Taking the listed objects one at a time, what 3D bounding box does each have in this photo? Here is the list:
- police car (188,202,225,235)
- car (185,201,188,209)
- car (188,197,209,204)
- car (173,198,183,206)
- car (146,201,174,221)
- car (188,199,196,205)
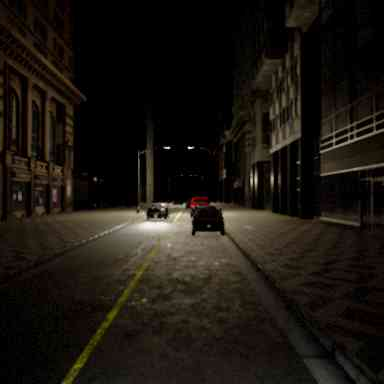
[{"bbox_3d":[0.898,1.620,20.221,1.930,1.638,5.238,0,-1,0],"label":"police car"},{"bbox_3d":[-0.004,1.916,54.512,2.097,1.767,4.553,0,-1,0],"label":"car"},{"bbox_3d":[0.898,1.583,36.144,2.150,2.045,5.566,0,-1,0],"label":"car"},{"bbox_3d":[-3.005,2.087,71.493,2.097,1.767,4.553,0,-1,0],"label":"car"},{"bbox_3d":[-3.100,1.794,30.949,2.128,1.511,4.902,0,-1,0],"label":"car"},{"bbox_3d":[-0.005,2.271,73.686,1.895,1.301,4.718,0,-1,0],"label":"car"}]
